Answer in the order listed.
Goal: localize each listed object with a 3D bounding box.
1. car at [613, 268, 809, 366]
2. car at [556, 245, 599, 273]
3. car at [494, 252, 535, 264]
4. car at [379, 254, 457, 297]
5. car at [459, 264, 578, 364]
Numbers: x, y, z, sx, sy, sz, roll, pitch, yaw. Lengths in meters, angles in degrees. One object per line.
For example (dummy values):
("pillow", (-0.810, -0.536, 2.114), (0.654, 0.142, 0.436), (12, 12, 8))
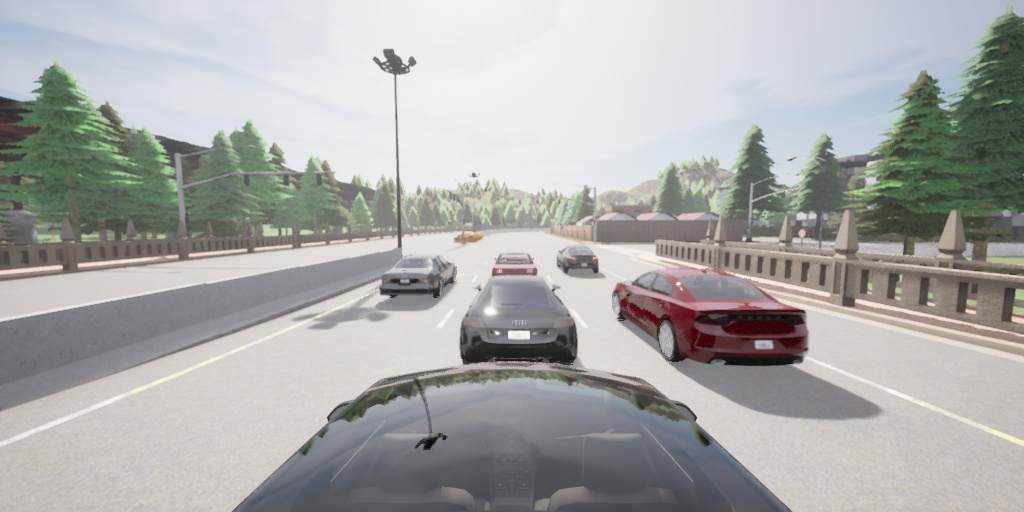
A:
("car", (3.603, 0.977, 7.582), (1.882, 1.535, 5.008), (0, 3, 0))
("car", (3.612, 0.083, 20.119), (1.812, 1.442, 4.674), (0, 5, 0))
("car", (0.109, 0.458, 16.530), (1.895, 1.301, 4.718), (0, 5, 0))
("car", (-3.391, 0.631, 13.853), (2.033, 1.411, 5.357), (0, 5, 0))
("car", (0.105, 1.072, 7.487), (1.994, 1.385, 4.181), (0, 3, 0))
